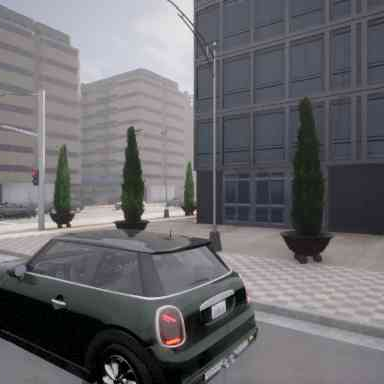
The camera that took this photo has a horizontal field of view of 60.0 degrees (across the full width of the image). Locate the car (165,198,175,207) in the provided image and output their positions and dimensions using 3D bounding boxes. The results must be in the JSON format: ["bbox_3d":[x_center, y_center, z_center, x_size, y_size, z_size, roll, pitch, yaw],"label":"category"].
[{"bbox_3d":[-2.196,1.560,52.707,1.837,1.490,4.892,0,0,35],"label":"car"}]

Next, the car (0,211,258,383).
[{"bbox_3d":[-1.424,1.352,5.009,4.553,1.767,2.097,0,0,35],"label":"car"}]

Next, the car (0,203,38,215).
[{"bbox_3d":[-15.117,1.620,28.003,1.994,1.385,4.181,0,0,35],"label":"car"}]

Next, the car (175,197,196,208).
[{"bbox_3d":[-0.011,1.656,49.418,1.895,1.301,4.718,0,0,35],"label":"car"}]

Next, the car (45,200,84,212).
[{"bbox_3d":[-14.041,1.560,35.949,1.837,1.490,4.892,0,0,35],"label":"car"}]

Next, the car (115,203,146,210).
[{"bbox_3d":[-8.145,1.581,44.288,1.812,1.442,4.674,0,0,35],"label":"car"}]
